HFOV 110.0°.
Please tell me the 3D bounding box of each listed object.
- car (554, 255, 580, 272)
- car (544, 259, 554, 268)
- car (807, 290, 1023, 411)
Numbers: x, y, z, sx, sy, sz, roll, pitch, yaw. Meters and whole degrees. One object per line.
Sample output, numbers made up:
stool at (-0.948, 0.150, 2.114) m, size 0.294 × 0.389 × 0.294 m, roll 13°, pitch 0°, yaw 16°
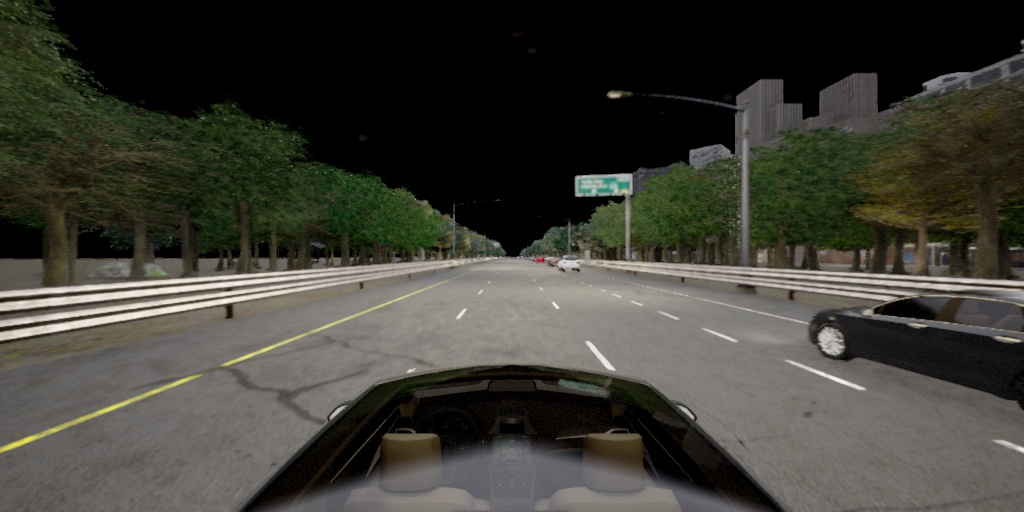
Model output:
car at (7.095, 0.955, 45.370) m, size 2.150 × 2.045 × 5.566 m, roll 0°, pitch 0°, yaw 0°
car at (7.146, 1.246, 62.284) m, size 1.812 × 1.442 × 4.674 m, roll 0°, pitch 0°, yaw 0°
car at (7.002, 1.258, 5.388) m, size 1.837 × 1.490 × 4.892 m, roll 0°, pitch 0°, yaw 0°
